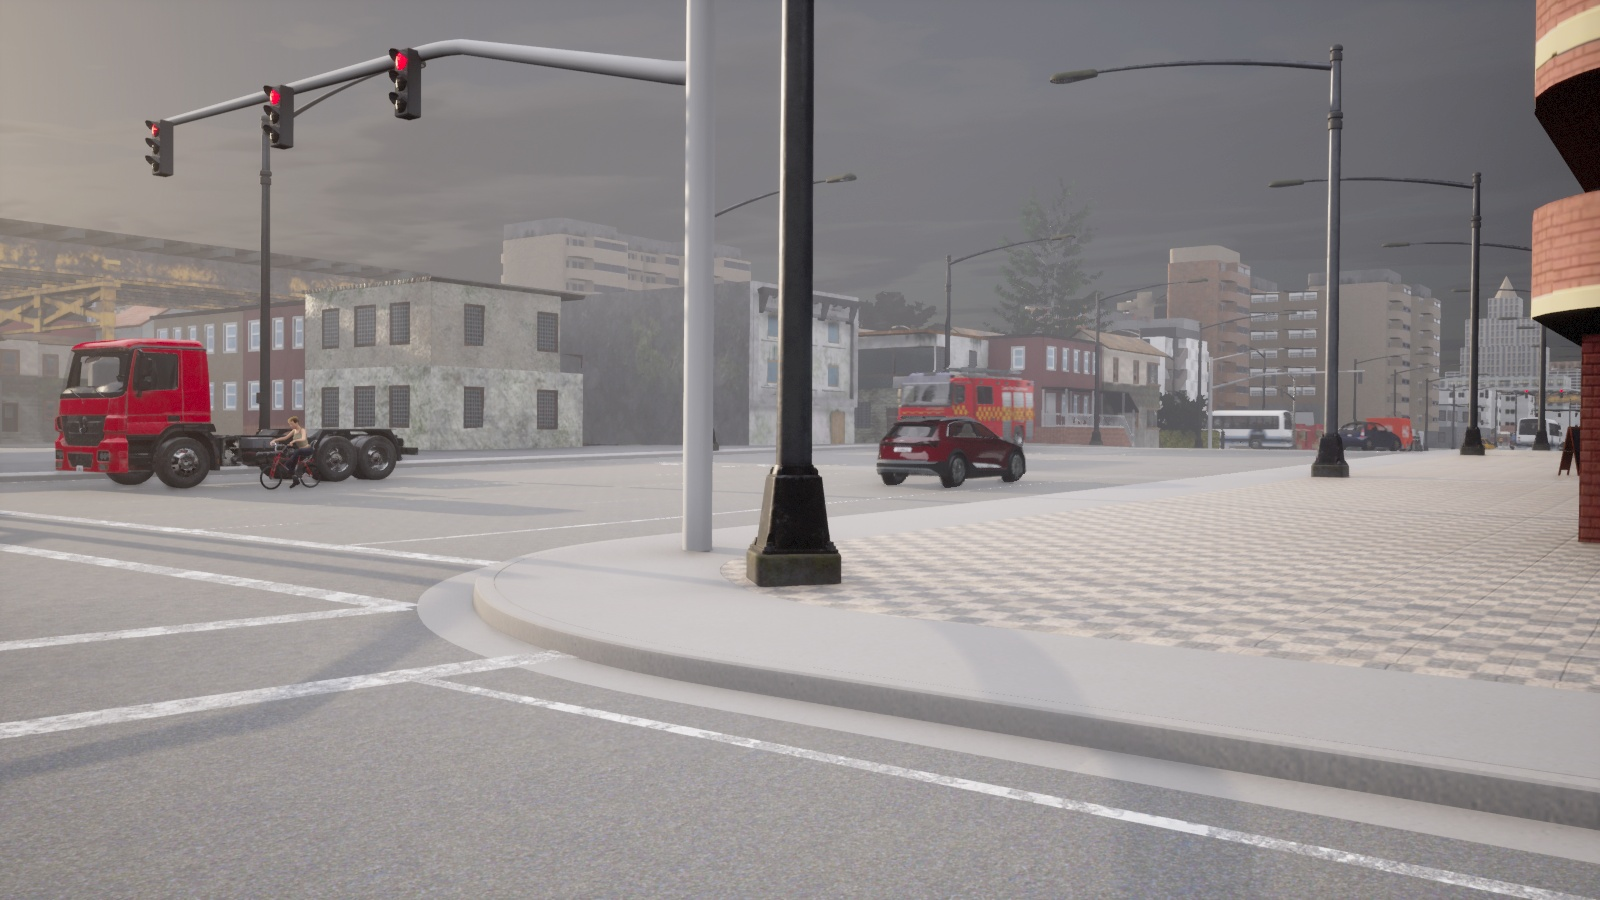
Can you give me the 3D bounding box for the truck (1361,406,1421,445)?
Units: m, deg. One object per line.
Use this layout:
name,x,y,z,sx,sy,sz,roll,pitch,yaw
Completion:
truck,39.541,-1.576,83.999,2.627,2.467,5.204,0,-1,37

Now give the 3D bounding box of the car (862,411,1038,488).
car,3.714,-0.067,30.336,2.033,1.649,4.856,0,2,37

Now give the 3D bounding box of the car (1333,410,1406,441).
car,31.455,-1.339,69.355,3.988,1.617,1.851,0,0,-34

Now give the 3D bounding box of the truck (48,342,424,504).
truck,-13.461,-0.683,30.769,2.891,3.462,7.936,0,2,36

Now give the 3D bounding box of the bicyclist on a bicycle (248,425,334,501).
bicyclist on a bicycle,-11.302,0.264,27.917,0.866,1.612,1.509,0,2,36

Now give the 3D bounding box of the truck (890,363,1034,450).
truck,7.778,-2.039,59.112,2.891,3.827,8.468,0,2,37
